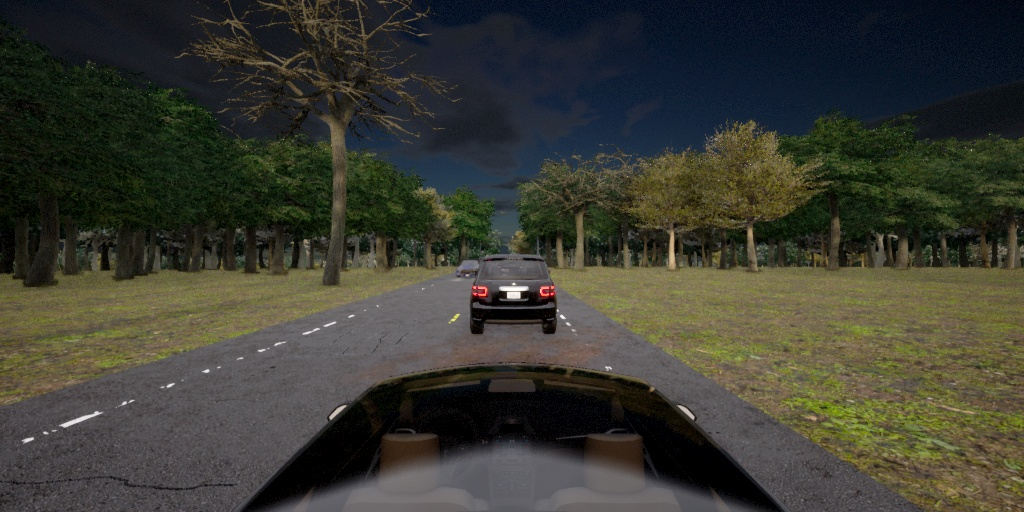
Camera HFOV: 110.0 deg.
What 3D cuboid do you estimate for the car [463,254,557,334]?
[{"bbox_3d":[0.016,0.976,10.748,2.150,2.045,5.566,0,0,-1],"label":"car"}]

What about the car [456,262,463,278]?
[{"bbox_3d":[-3.898,1.116,33.420,2.097,1.767,4.553,0,0,-1],"label":"car"}]
